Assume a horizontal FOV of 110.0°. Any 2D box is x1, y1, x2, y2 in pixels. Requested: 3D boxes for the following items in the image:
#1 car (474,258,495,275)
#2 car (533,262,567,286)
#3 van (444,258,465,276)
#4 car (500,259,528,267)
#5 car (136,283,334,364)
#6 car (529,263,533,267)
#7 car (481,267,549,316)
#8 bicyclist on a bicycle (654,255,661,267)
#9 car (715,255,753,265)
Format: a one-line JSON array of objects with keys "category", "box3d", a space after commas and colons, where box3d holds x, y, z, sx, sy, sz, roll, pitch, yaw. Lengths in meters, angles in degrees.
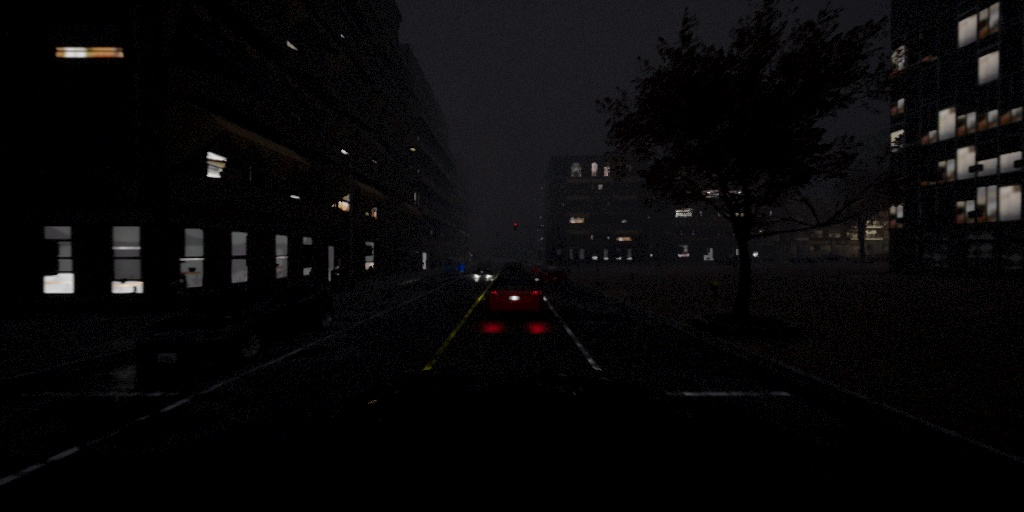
[{"category": "car", "box3d": [-3.050, 1.236, 39.218, 2.033, 1.411, 5.357, 0, 0, 0]}, {"category": "car", "box3d": [2.696, 1.253, 24.678, 1.888, 1.381, 4.507, 0, 0, 0]}, {"category": "van", "box3d": [-5.681, 1.034, 35.733, 1.690, 1.789, 3.998, 0, 0, 0]}, {"category": "car", "box3d": [0.092, 1.208, 28.294, 1.837, 1.490, 4.892, 0, 0, 0]}, {"category": "car", "box3d": [-5.690, 1.303, 8.100, 1.948, 1.339, 4.313, 0, 0, 0]}, {"category": "car", "box3d": [2.700, 1.238, 35.729, 1.888, 1.381, 4.507, 0, 0, 0]}, {"category": "car", "box3d": [0.087, 1.292, 13.314, 1.994, 1.385, 4.181, 0, 0, 0]}, {"category": "bicyclist on a bicycle", "box3d": [20.260, 0.692, 50.043, 0.582, 1.620, 1.656, -1, 0, -1]}, {"category": "car", "box3d": [32.494, 0.719, 53.167, 4.403, 1.370, 2.007, 0, 0, -1]}]
